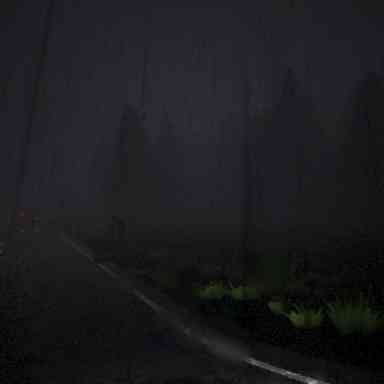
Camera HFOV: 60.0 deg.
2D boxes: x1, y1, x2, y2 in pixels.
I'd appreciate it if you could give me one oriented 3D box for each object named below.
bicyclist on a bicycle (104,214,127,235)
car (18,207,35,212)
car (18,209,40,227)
[{"bbox_3d":[-3.726,1.908,16.481,1.656,1.620,0.582,0,-2,-27],"label":"bicyclist on a bicycle"},{"bbox_3d":[-22.380,3.097,45.377,2.150,2.045,5.566,-3,-1,-27],"label":"car"},{"bbox_3d":[-17.758,3.010,36.423,1.812,1.442,4.674,-3,-1,-26],"label":"car"}]
